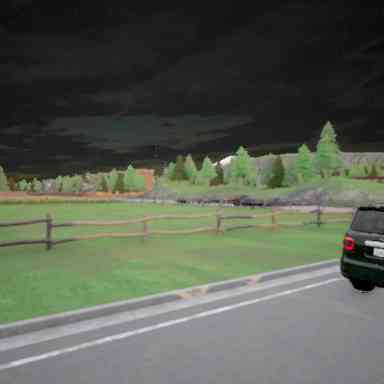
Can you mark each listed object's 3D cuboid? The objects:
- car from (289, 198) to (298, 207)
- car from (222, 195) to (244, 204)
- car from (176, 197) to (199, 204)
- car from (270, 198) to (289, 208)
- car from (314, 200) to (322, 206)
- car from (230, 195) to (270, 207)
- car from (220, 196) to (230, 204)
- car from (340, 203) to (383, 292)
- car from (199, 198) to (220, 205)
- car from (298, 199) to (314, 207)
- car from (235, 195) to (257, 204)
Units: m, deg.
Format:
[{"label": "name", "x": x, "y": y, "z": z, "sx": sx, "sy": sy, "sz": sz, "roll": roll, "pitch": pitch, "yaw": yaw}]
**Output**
[{"label": "car", "x": 15.033, "y": 1.806, "z": 56.654, "sx": 1.837, "sy": 1.490, "sz": 4.892, "roll": 0, "pitch": -1, "yaw": -36}, {"label": "car", "x": 8.806, "y": 1.630, "z": 71.195, "sx": 2.097, "sy": 1.767, "sz": 4.553, "roll": 0, "pitch": 0, "yaw": -36}, {"label": "car", "x": -1.340, "y": 1.783, "z": 67.277, "sx": 2.128, "sy": 1.511, "sz": 4.902, "roll": 0, "pitch": 0, "yaw": -36}, {"label": "car", "x": 12.698, "y": 1.878, "z": 53.895, "sx": 1.895, "sy": 1.301, "sz": 4.718, "roll": 0, "pitch": 0, "yaw": -36}, {"label": "car", "x": 21.293, "y": 1.909, "z": 59.991, "sx": 1.994, "sy": 1.385, "sz": 4.181, "roll": 0, "pitch": 0, "yaw": -36}, {"label": "car", "x": 9.085, "y": 1.478, "z": 52.907, "sx": 2.150, "sy": 2.045, "sz": 5.566, "roll": 0, "pitch": -1, "yaw": -36}, {"label": "car", "x": 5.872, "y": 1.839, "z": 69.275, "sx": 1.895, "sy": 1.301, "sz": 4.718, "roll": 0, "pitch": 0, "yaw": -36}, {"label": "car", "x": 5.802, "y": 1.281, "z": 7.897, "sx": 5.566, "sy": 2.045, "sz": 2.150, "roll": 1, "pitch": 0, "yaw": -36}, {"label": "car", "x": 2.941, "y": 1.881, "z": 67.348, "sx": 1.895, "sy": 1.301, "sz": 4.718, "roll": 0, "pitch": 0, "yaw": -36}, {"label": "car", "x": 18.251, "y": 1.849, "z": 58.195, "sx": 1.812, "sy": 1.442, "sz": 4.674, "roll": 0, "pitch": 0, "yaw": -36}, {"label": "car", "x": 11.883, "y": 1.666, "z": 72.917, "sx": 2.097, "sy": 1.767, "sz": 4.553, "roll": 0, "pitch": 0, "yaw": -36}]
